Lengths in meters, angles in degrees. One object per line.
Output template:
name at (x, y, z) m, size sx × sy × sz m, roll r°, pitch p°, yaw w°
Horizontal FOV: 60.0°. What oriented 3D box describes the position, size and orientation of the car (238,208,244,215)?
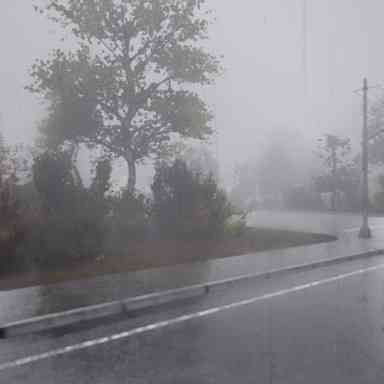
car at (3.423, 1.840, 33.968) m, size 1.895 × 1.301 × 4.718 m, roll 0°, pitch -1°, yaw -42°
